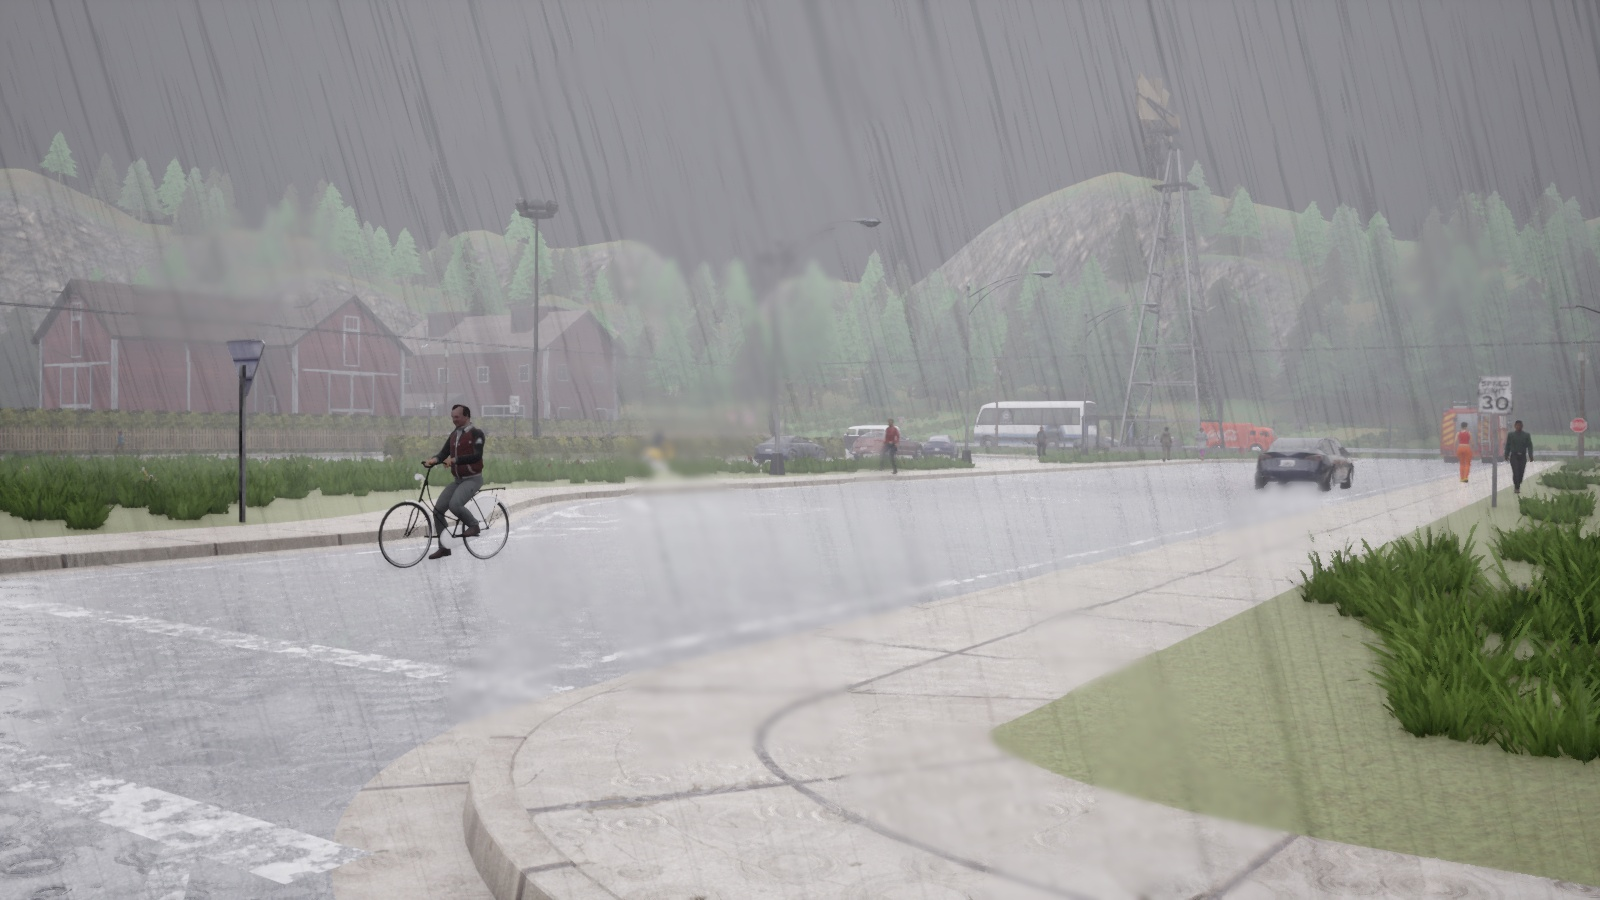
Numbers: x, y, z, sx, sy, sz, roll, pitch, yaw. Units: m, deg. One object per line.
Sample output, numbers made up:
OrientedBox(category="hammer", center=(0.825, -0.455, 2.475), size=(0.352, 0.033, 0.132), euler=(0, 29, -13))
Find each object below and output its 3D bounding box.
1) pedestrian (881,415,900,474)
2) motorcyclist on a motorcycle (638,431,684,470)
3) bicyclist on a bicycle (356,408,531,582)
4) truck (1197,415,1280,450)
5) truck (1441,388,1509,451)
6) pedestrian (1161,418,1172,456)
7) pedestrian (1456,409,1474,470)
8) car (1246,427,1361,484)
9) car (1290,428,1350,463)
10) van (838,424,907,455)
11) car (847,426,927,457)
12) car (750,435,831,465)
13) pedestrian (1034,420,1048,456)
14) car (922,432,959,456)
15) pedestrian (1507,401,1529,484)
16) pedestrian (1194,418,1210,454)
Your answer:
OrientedBox(category="pedestrian", center=(2.858, -0.183, 39.801), size=(0.331, 1.846, 0.636), euler=(0, 1, 32))
OrientedBox(category="motorcyclist on a motorcycle", center=(-5.826, 0.018, 52.753), size=(0.866, 1.590, 1.817), euler=(0, 0, 39))
OrientedBox(category="bicyclist on a bicycle", center=(-3.862, 0.449, 13.748), size=(0.659, 1.776, 1.843), euler=(0, 1, 33))
OrientedBox(category="truck", center=(31.821, -1.294, 91.122), size=(5.204, 2.467, 2.627), euler=(1, 1, 34))
OrientedBox(category="truck", center=(42.943, -1.910, 79.779), size=(2.891, 3.827, 8.468), euler=(0, 1, 35))
OrientedBox(category="pedestrian", center=(18.892, -0.668, 64.695), size=(0.396, 1.930, 0.692), euler=(0, 1, 30))
OrientedBox(category="pedestrian", center=(20.075, -0.313, 37.912), size=(0.345, 1.836, 0.594), euler=(0, 1, 40))
OrientedBox(category="car", center=(14.348, 0.115, 35.622), size=(2.163, 1.488, 4.792), euler=(0, 1, 33))
OrientedBox(category="car", center=(23.090, -0.224, 55.701), size=(1.845, 1.501, 3.633), euler=(0, 1, 33))
OrientedBox(category="van", center=(4.944, -0.758, 85.829), size=(4.480, 2.038, 2.069), euler=(1, 1, 45))
OrientedBox(category="car", center=(4.787, -0.470, 68.599), size=(2.152, 1.651, 5.027), euler=(0, 1, 33))
OrientedBox(category="car", center=(-0.412, -0.029, 60.615), size=(1.994, 1.385, 4.181), euler=(0, 1, 32))
OrientedBox(category="pedestrian", center=(12.374, -0.606, 64.500), size=(0.540, 1.848, 0.694), euler=(0, 1, 27))
OrientedBox(category="car", center=(8.665, -0.375, 77.185), size=(1.812, 1.442, 4.674), euler=(0, 1, 12))
OrientedBox(category="pedestrian", center=(17.226, -0.185, 30.133), size=(0.423, 1.949, 0.788), euler=(0, 1, 28))
OrientedBox(category="pedestrian", center=(22.148, -0.759, 69.198), size=(0.659, 1.952, 0.873), euler=(0, 1, 32))
